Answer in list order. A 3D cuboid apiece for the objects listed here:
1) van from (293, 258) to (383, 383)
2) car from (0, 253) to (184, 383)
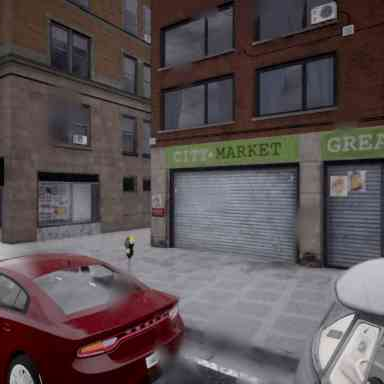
[{"bbox_3d":[2.411,1.341,1.357,3.998,1.788,1.690,0,0,35],"label":"van"},{"bbox_3d":[-2.198,1.544,4.644,4.507,1.381,1.887,0,0,35],"label":"car"}]
